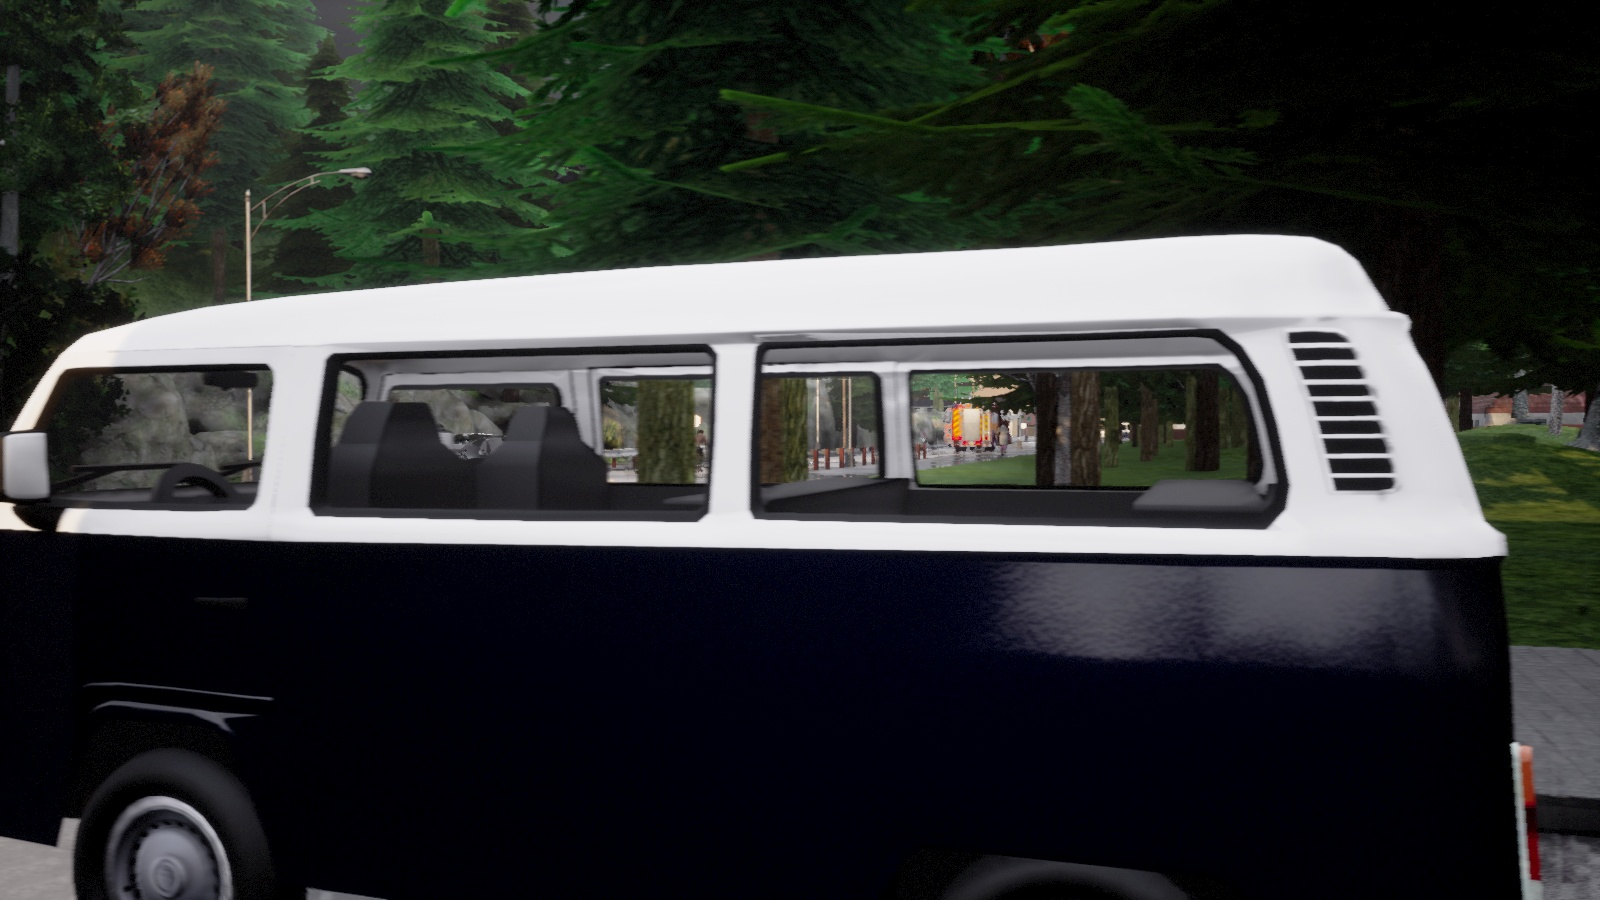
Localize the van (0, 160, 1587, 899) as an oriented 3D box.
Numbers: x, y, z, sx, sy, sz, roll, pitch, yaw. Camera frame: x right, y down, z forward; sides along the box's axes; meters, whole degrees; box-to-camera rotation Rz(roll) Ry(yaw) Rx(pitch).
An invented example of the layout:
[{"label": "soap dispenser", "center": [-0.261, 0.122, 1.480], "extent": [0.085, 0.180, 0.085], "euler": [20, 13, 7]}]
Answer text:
[{"label": "van", "center": [-0.445, 0.486, 3.868], "extent": [4.480, 2.038, 2.069], "euler": [1, 1, 19]}]
